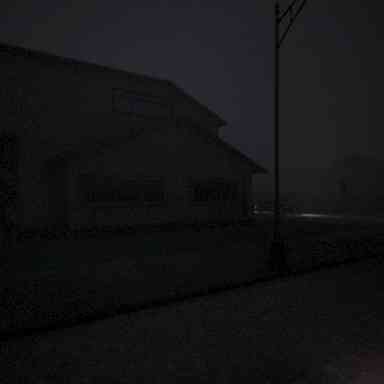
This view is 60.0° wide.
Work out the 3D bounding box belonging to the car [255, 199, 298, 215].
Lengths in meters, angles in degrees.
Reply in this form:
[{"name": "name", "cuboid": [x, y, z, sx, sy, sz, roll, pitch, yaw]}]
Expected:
[{"name": "car", "cuboid": [8.763, 1.505, 34.814, 1.837, 1.490, 4.892, 0, 0, -35]}]
